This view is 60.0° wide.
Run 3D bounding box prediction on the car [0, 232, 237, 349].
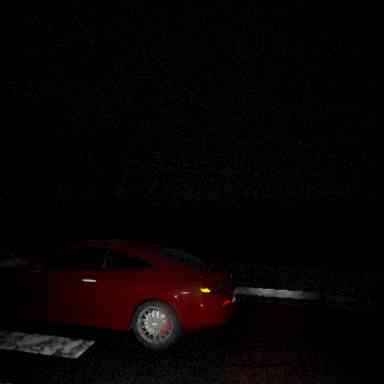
[{"bbox_3d":[-1.579,1.451,5.781,4.674,1.442,1.812,1,2,13],"label":"car"}]
